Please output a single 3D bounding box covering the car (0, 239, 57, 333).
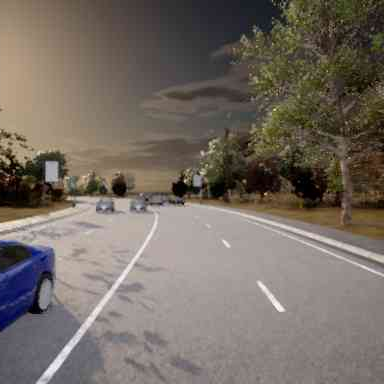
[{"bbox_3d":[-3.656,1.482,4.781,1.882,1.535,5.008,0,0,-1],"label":"car"}]

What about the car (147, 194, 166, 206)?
[{"bbox_3d":[-5.901,1.464,53.143,1.994,1.385,4.181,0,0,-16],"label":"car"}]

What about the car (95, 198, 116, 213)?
[{"bbox_3d":[-9.423,1.430,36.563,2.128,1.511,4.902,0,0,-9],"label":"car"}]

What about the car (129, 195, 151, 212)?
[{"bbox_3d":[-5.972,1.430,37.148,2.128,1.511,4.902,0,0,-9],"label":"car"}]

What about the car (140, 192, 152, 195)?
[{"bbox_3d":[-8.818,1.100,62.547,2.150,2.045,5.566,0,0,-20],"label":"car"}]

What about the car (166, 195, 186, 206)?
[{"bbox_3d":[-2.490,1.503,53.928,1.895,1.301,4.718,0,0,-16],"label":"car"}]

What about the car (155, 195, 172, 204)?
[{"bbox_3d":[-5.530,1.369,63.750,2.128,1.511,4.902,0,0,-20],"label":"car"}]
